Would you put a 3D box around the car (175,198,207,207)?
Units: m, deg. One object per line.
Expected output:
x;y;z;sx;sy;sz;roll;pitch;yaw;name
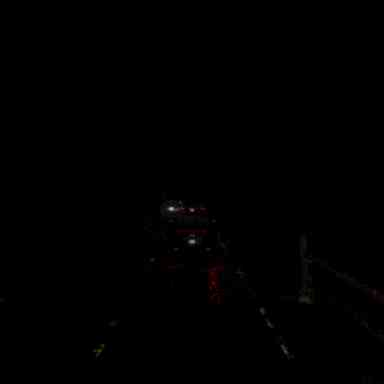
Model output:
0.020;1.495;27.553;2.150;2.045;5.566;0;0;0;car

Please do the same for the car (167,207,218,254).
0.030;1.620;14.236;1.882;1.535;5.008;0;0;0;car

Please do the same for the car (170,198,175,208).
-2.741;1.914;59.615;2.097;1.767;4.553;0;0;0;car
